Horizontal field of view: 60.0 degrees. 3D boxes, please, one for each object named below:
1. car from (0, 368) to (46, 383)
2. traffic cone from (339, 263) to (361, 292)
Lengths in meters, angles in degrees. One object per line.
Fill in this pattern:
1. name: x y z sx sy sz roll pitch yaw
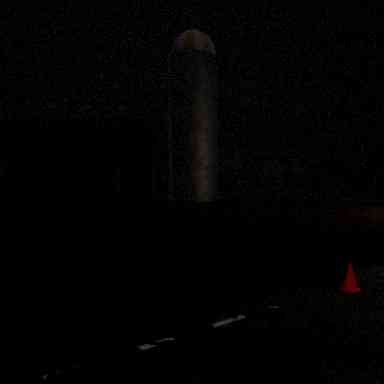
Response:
1. car: -2.628 1.538 0.679 4.674 1.442 1.812 0 0 -36
2. traffic cone: 3.604 1.923 7.571 0.340 0.580 0.340 0 0 -36
